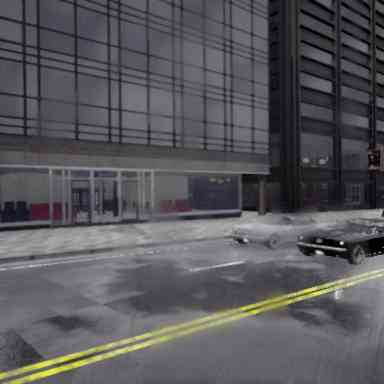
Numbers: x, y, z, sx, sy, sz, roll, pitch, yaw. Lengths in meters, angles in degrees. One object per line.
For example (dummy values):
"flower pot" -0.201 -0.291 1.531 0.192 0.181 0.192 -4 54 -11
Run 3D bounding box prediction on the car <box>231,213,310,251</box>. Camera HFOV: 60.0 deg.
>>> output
"car" 3.952 1.617 14.468 4.718 1.301 1.895 0 0 -35

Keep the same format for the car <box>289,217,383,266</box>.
"car" 5.841 1.617 11.823 4.718 1.301 1.895 0 0 -35
